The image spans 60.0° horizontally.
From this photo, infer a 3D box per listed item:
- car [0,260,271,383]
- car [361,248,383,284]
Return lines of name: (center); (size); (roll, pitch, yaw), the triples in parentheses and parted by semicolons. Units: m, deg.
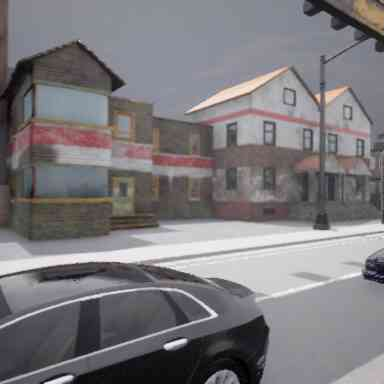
car: (-1.391, 1.510, 2.996); (4.892, 1.490, 1.837); (1, 0, -35)
car: (6.672, 1.634, 8.741); (5.357, 1.411, 2.033); (1, 0, -35)
